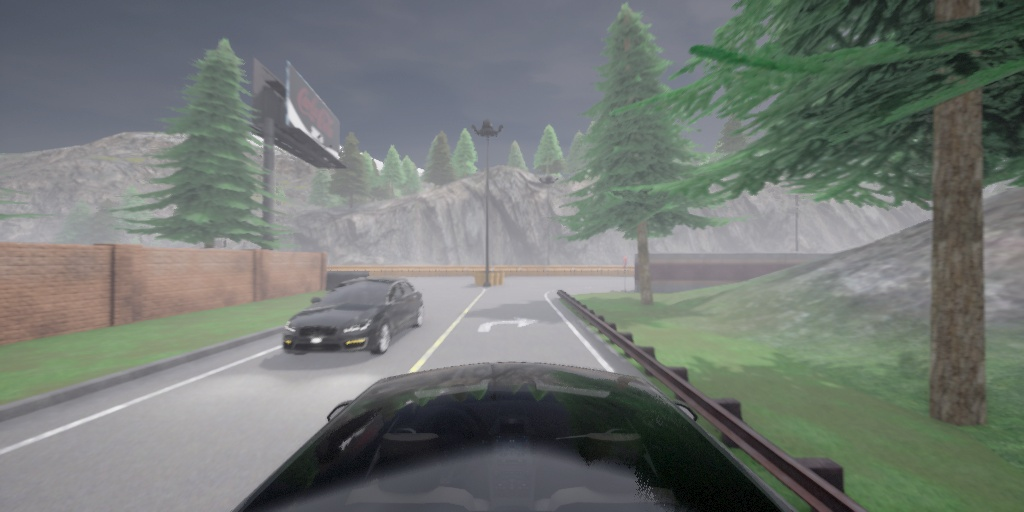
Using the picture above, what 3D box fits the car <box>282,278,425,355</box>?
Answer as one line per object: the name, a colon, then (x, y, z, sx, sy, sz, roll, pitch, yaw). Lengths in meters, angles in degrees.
car: (-3.536, 1.325, 8.950, 1.837, 1.490, 4.892, 0, -1, 0)
